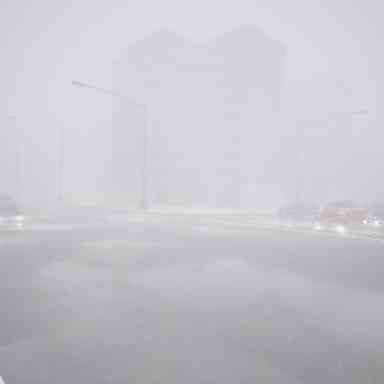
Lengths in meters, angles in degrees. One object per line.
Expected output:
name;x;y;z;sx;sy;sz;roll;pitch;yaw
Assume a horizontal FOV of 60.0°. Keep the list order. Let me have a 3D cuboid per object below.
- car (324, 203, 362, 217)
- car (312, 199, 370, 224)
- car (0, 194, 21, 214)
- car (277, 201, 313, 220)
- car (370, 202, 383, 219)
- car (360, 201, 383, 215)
car;15.759;1.810;34.572;4.718;1.301;1.895;2;0;-44
car;11.537;1.422;25.589;4.553;1.767;2.097;2;0;-44
car;-15.003;0.949;26.163;1.837;1.490;4.892;1;1;-43
car;9.109;1.490;28.115;4.902;1.511;2.128;2;0;-44
car;18.029;1.766;31.897;4.902;1.511;2.128;2;0;-44
car;23.002;1.978;41.592;5.008;1.535;1.882;2;0;-44
